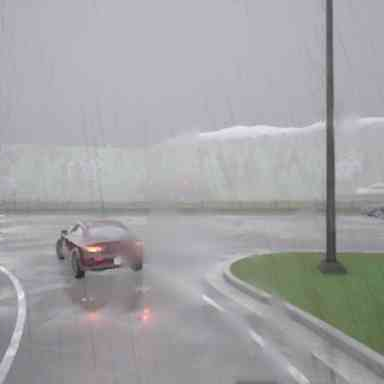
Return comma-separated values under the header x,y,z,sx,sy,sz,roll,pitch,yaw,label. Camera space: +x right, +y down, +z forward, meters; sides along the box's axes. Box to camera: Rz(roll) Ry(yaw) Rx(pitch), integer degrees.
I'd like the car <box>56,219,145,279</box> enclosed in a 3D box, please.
x,y,z,sx,sy,sz,roll,pitch,yaw,label
-2.921,1.548,10.270,1.812,1.442,4.674,0,0,-30,car

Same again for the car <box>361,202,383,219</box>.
x,y,z,sx,sy,sz,roll,pitch,yaw,label
16.442,1.387,27.100,4.892,1.490,1.837,0,0,7,car
